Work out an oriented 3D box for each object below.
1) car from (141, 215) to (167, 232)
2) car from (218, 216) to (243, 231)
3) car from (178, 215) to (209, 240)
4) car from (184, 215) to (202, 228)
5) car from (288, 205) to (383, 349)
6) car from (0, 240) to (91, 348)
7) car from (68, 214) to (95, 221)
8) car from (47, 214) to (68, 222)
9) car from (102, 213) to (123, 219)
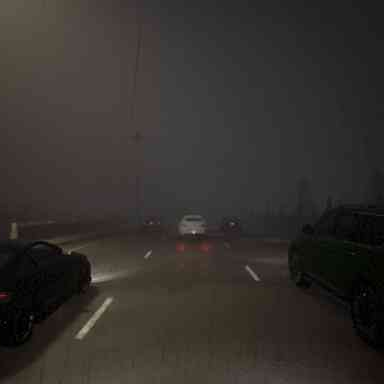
[{"bbox_3d":[-3.404,2.836,30.245,2.033,1.411,5.357,0,-4,0],"label":"car"},{"bbox_3d":[3.596,2.948,31.713,1.994,1.385,4.181,0,-4,0],"label":"car"},{"bbox_3d":[0.097,2.231,21.378,1.812,1.442,4.674,0,-4,0],"label":"car"},{"bbox_3d":[0.094,3.458,39.743,2.033,1.411,5.357,0,-4,0],"label":"car"},{"bbox_3d":[3.599,1.255,6.419,2.150,2.045,5.566,0,-1,0],"label":"car"},{"bbox_3d":[-3.401,1.596,6.331,1.994,1.385,4.181,0,-1,0],"label":"car"},{"bbox_3d":[-14.090,3.674,43.680,1.837,1.490,4.892,0,-4,0],"label":"car"},{"bbox_3d":[-17.588,3.695,44.193,2.128,1.511,4.902,0,-4,0],"label":"car"},{"bbox_3d":[-10.587,3.579,44.571,2.097,1.767,4.553,0,-4,0],"label":"car"}]
